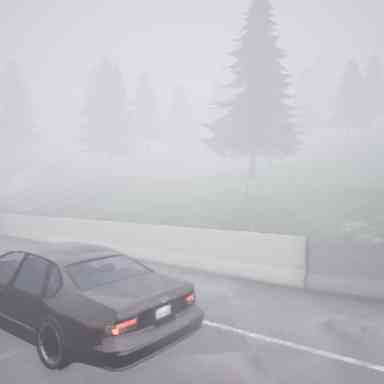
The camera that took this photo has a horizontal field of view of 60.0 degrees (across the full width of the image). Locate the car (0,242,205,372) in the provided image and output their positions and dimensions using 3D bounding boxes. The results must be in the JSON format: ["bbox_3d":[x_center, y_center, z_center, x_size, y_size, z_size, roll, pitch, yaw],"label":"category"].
[{"bbox_3d":[-2.371,1.613,5.797,5.357,1.411,2.033,-1,-1,37],"label":"car"}]
